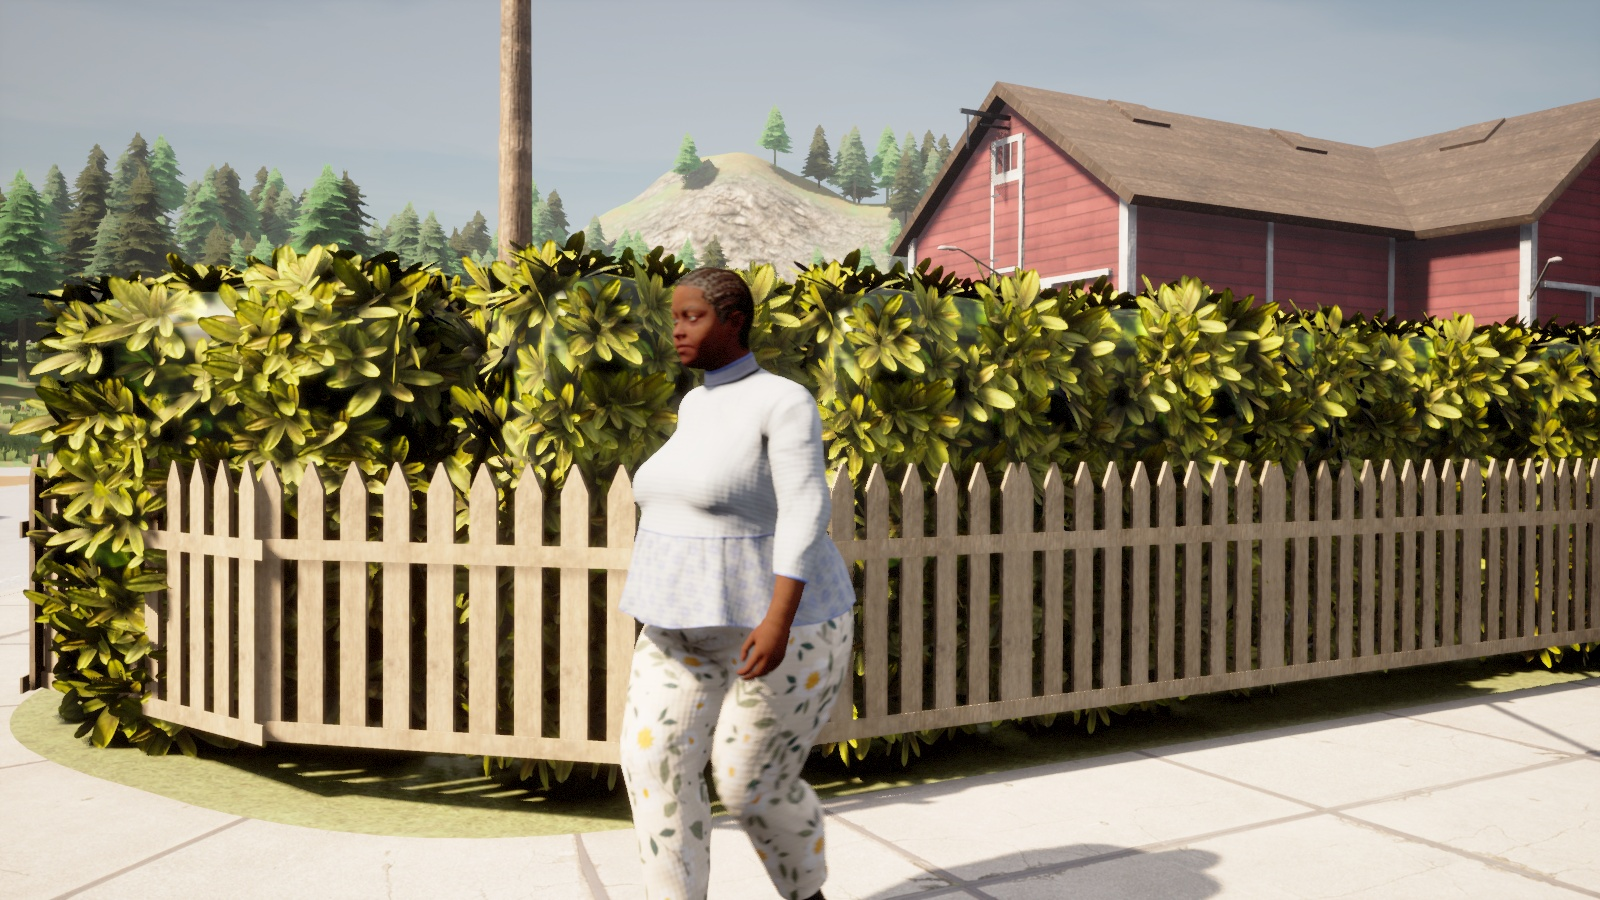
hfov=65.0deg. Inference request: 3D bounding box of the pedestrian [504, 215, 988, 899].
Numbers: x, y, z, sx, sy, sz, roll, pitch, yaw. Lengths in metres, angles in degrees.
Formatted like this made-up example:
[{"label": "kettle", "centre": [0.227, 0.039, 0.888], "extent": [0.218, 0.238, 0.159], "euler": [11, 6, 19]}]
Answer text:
[{"label": "pedestrian", "centre": [-0.148, 0.418, 3.311], "extent": [0.900, 1.855, 0.874], "euler": [-2, 1, -40]}]
